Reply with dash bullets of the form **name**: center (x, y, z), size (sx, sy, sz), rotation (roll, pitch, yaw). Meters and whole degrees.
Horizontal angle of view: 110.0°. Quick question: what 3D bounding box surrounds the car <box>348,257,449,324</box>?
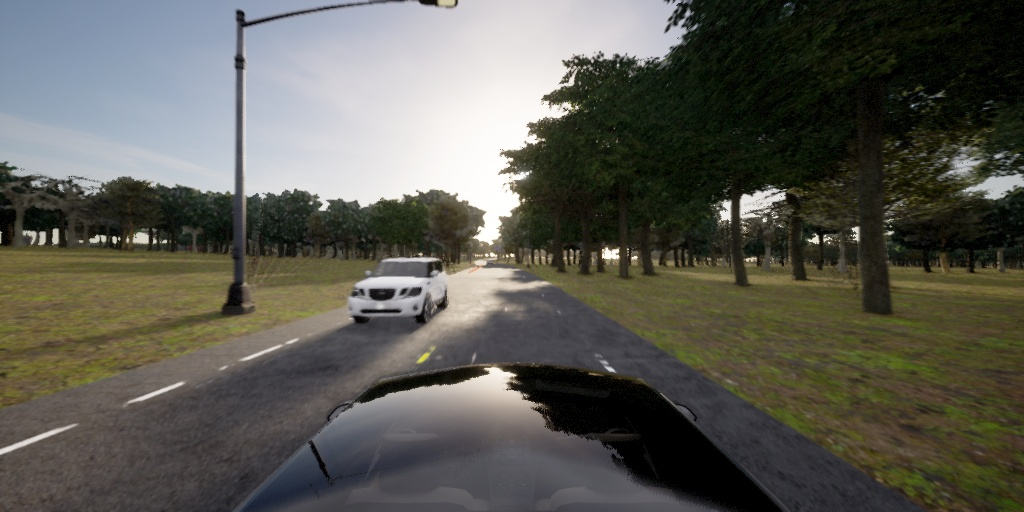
- **car**: center (-3.634, 1.044, 12.616), size (2.150, 2.045, 5.566), rotation (0, 0, 0)

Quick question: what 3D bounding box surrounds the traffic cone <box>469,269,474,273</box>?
- **traffic cone**: center (-5.613, 2.028, 47.972), size (0.340, 0.580, 0.340), rotation (0, 0, -2)

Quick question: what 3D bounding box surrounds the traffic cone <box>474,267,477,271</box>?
- **traffic cone**: center (-5.783, 2.066, 52.958), size (0.340, 0.580, 0.340), rotation (0, 0, -2)
